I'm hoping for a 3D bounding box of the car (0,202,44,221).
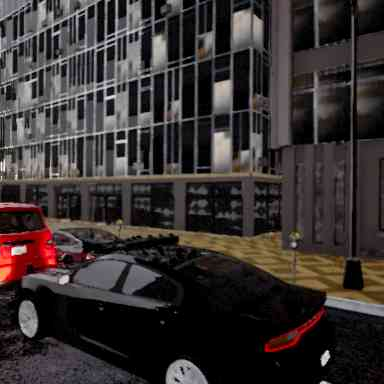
[{"bbox_3d":[-5.668,1.257,8.132,5.566,2.045,2.150,0,-1,34],"label":"car"}]

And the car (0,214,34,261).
[{"bbox_3d":[-8.045,1.600,12.520,4.507,1.381,1.887,0,0,36],"label":"car"}]

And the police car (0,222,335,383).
[{"bbox_3d":[-0.735,1.461,4.915,5.238,1.638,1.930,0,-1,36],"label":"police car"}]

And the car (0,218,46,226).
[{"bbox_3d":[-3.458,1.620,9.139,4.313,1.339,1.947,0,0,36],"label":"car"}]
